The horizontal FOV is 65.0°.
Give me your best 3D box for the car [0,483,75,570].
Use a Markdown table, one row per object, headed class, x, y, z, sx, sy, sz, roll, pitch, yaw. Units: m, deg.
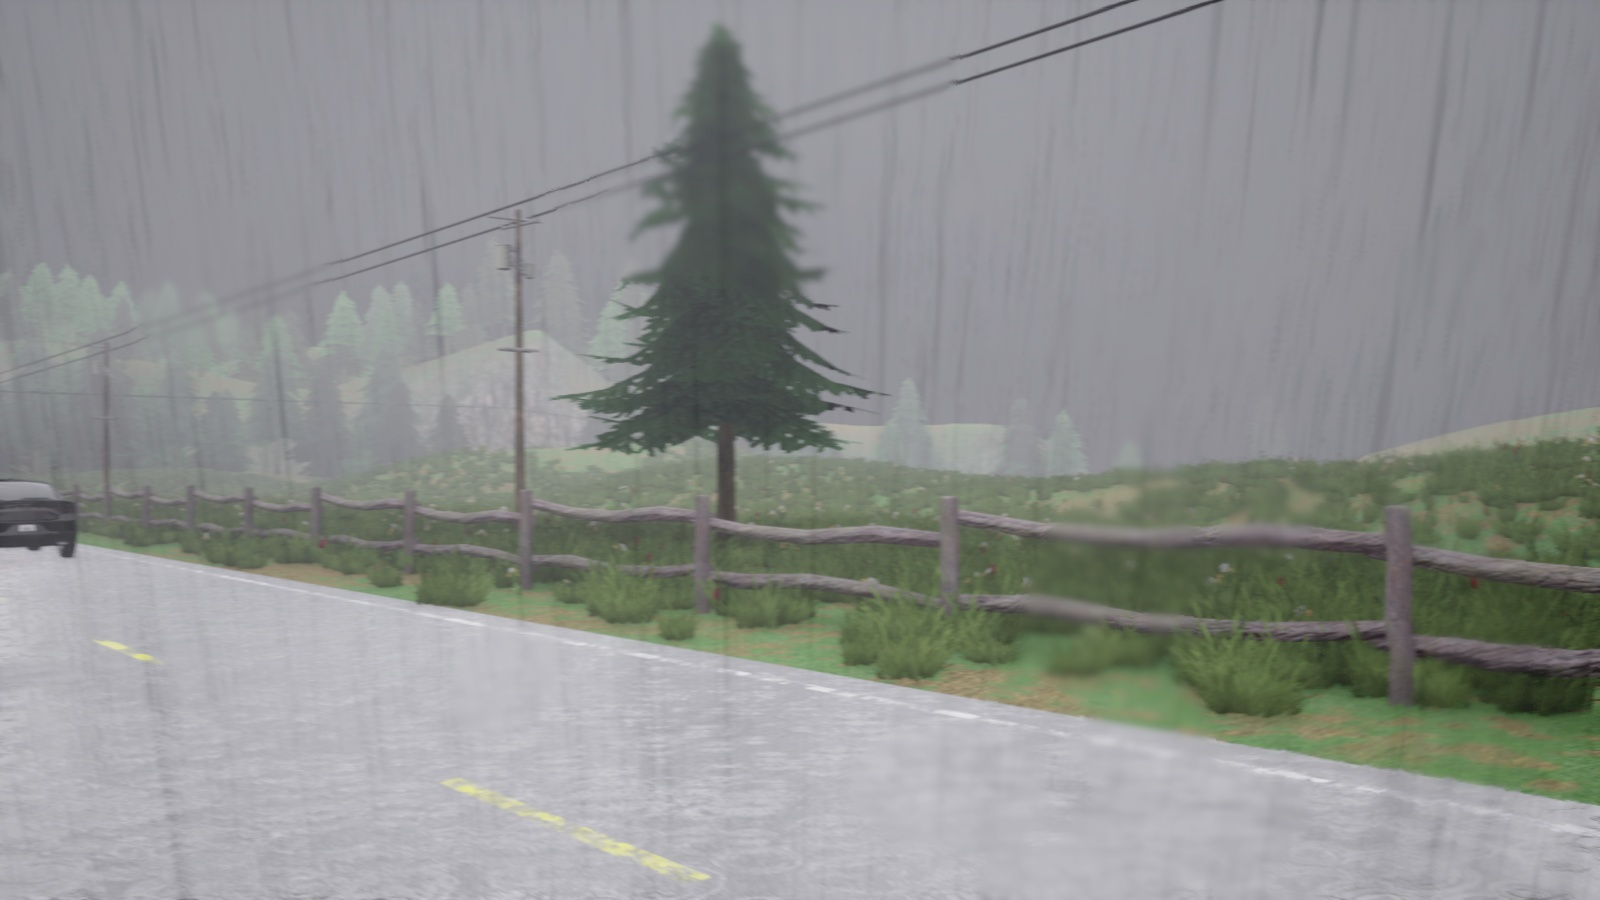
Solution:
| class | x | y | z | sx | sy | sz | roll | pitch | yaw |
| --- | --- | --- | --- | --- | --- | --- | --- | --- | --- |
| car | -15.800 | 1.427 | 24.487 | 1.882 | 1.535 | 5.008 | 0 | -1 | -42 |
